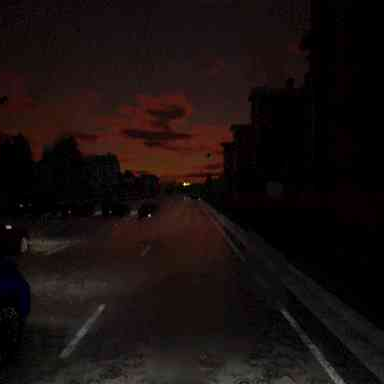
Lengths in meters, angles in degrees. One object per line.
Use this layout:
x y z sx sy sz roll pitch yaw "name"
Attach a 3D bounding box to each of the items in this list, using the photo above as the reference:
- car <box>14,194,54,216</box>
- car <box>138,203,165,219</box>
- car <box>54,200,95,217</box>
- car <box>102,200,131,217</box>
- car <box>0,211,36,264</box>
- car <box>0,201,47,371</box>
-13.954 1.234 29.872 2.150 2.045 5.566 0 0 0 "car"
-3.453 1.613 29.241 1.895 1.301 4.718 0 0 0 "car"
-10.456 1.505 30.814 2.128 1.511 4.902 0 0 0 "car"
-6.956 1.505 30.812 2.128 1.511 4.902 0 0 0 "car"
-6.923 1.482 10.264 1.882 1.535 5.008 0 0 0 "car"
-3.422 1.225 2.475 2.150 2.045 5.566 0 0 0 "car"
